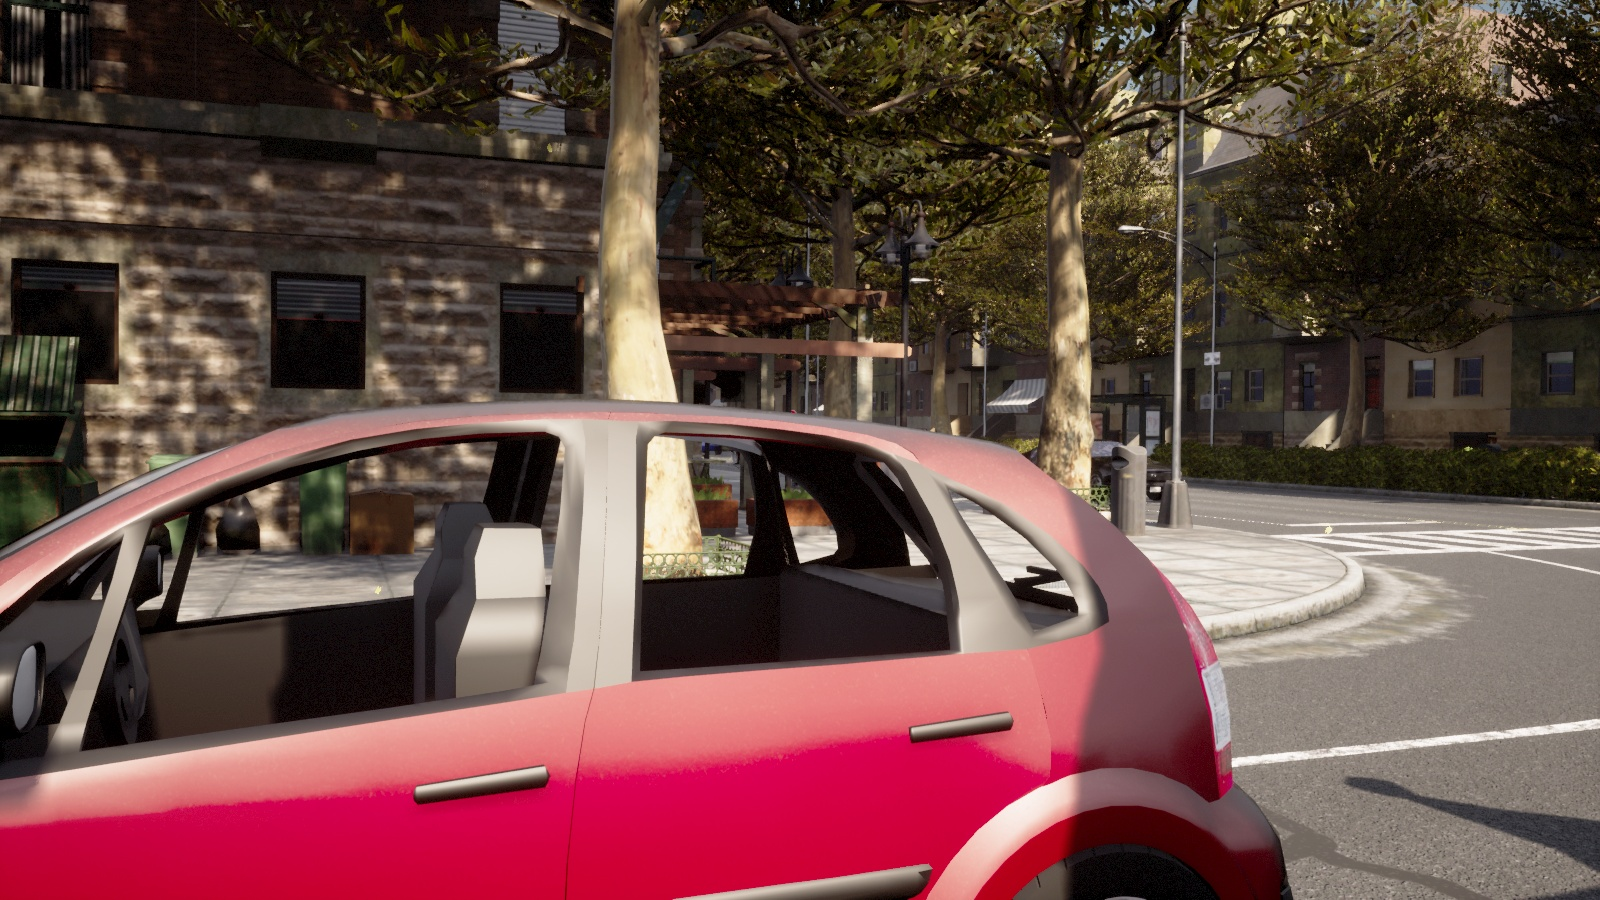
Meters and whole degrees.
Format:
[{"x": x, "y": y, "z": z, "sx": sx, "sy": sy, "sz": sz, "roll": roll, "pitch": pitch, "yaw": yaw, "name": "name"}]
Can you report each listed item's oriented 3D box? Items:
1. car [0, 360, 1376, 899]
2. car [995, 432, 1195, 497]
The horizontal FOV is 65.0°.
[{"x": -0.947, "y": 0.660, "z": 2.878, "sx": 3.988, "sy": 1.617, "sz": 1.851, "roll": -1, "pitch": 1, "yaw": -21, "name": "car"}, {"x": 6.935, "y": 0.279, "z": 30.226, "sx": 2.033, "sy": 1.411, "sz": 5.357, "roll": -1, "pitch": 1, "yaw": -21, "name": "car"}]
